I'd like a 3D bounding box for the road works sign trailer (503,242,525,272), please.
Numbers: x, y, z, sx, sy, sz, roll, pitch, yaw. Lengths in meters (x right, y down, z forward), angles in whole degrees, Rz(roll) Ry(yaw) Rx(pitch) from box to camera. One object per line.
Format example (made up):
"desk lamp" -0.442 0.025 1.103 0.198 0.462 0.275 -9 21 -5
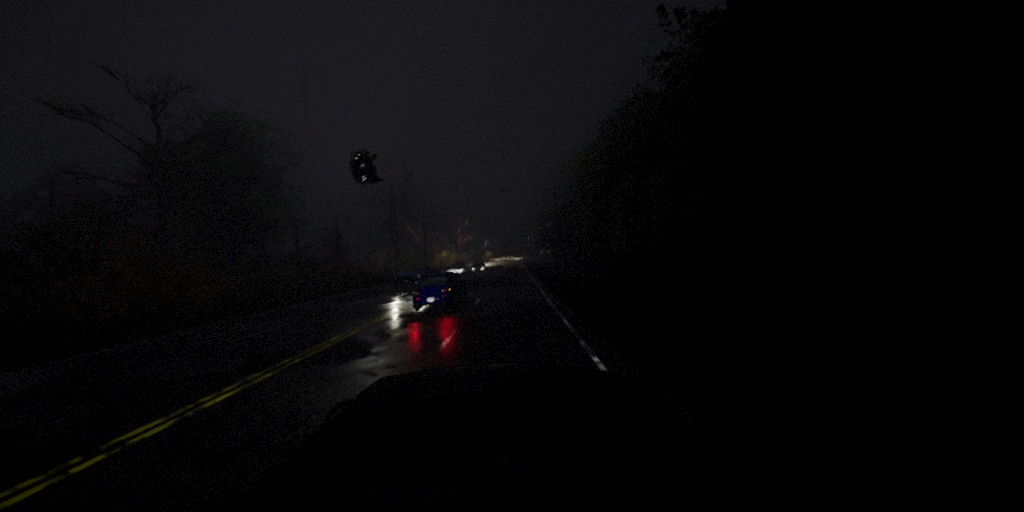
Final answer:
"road works sign trailer" 0.204 0.124 44.182 2.380 3.560 2.880 0 0 1

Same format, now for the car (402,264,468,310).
"car" -3.171 1.436 16.205 1.812 1.442 4.674 -6 2 0

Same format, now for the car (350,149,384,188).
"car" -9.566 -5.578 23.222 1.490 1.837 4.892 -18 13 -10

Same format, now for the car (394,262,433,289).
"car" -6.545 1.229 24.661 1.882 1.535 5.008 -2 1 0

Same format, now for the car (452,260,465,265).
"car" -9.415 1.527 63.791 2.128 1.511 4.902 -3 0 1
